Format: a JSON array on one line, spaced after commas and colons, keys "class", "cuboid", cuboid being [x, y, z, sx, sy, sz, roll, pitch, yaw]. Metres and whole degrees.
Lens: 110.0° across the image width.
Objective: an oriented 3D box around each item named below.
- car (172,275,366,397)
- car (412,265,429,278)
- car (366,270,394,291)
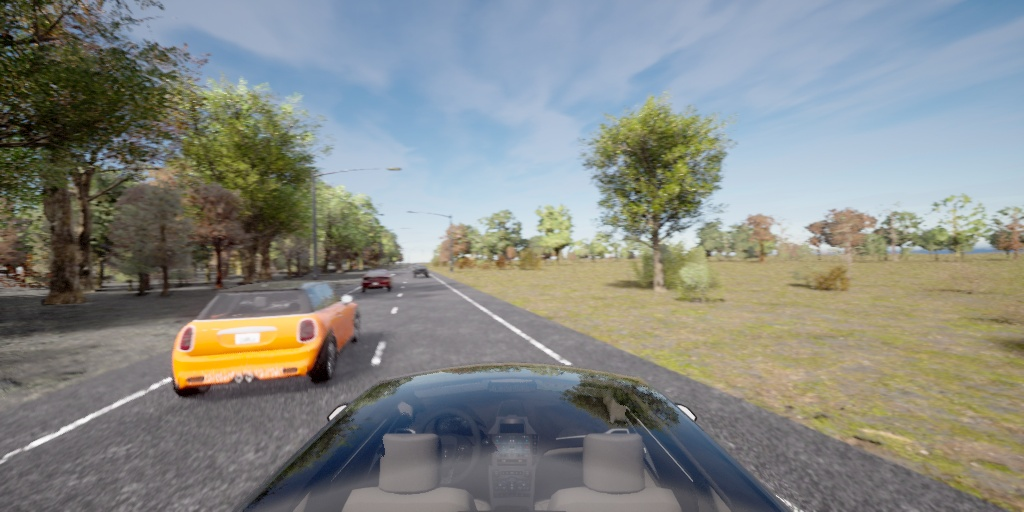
[{"class": "car", "cuboid": [-4.515, 1.285, 7.403, 2.097, 1.767, 4.553, -1, -1, -16]}, {"class": "car", "cuboid": [-11.957, 2.053, 47.247, 1.837, 1.490, 4.892, -1, -1, -16]}, {"class": "car", "cuboid": [-9.741, 1.748, 26.213, 1.882, 1.535, 5.008, -1, -1, -16]}]
